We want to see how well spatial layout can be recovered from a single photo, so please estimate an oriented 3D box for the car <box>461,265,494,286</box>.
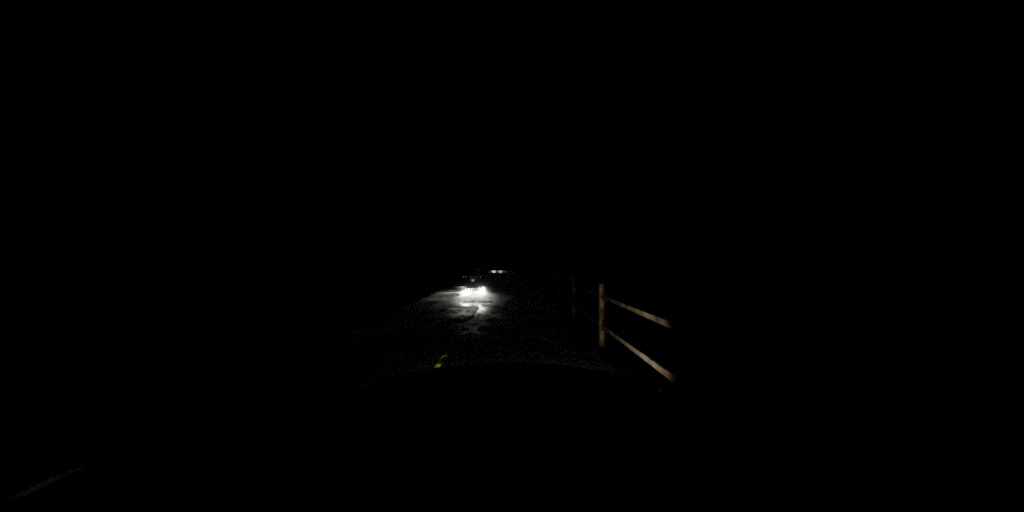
[{"bbox_3d":[-2.864,1.549,28.668,2.128,1.511,4.902,0,-1,0],"label":"car"}]
